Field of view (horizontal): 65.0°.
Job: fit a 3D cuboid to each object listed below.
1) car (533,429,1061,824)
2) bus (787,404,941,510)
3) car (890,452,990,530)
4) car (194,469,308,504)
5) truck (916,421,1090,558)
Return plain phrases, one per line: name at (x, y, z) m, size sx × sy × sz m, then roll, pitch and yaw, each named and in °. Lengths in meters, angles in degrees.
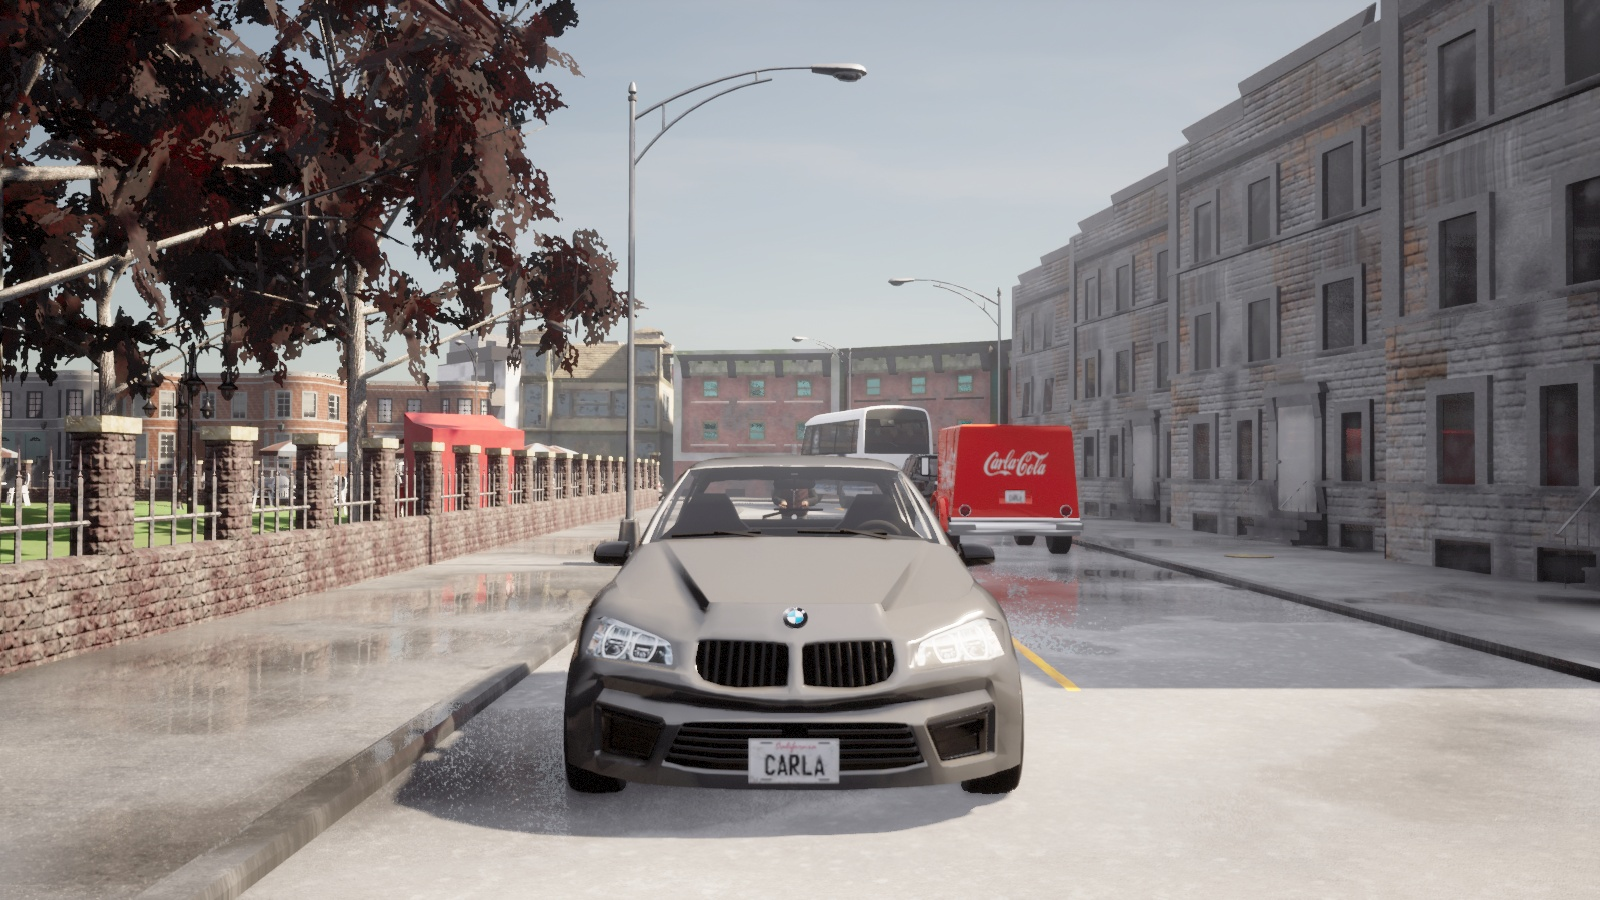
car at (-0.031, 0.788, 7.647) m, size 2.242 × 1.667 × 4.611 m, roll 0°, pitch -1°, yaw 0°
bus at (2.570, 0.366, 55.959) m, size 3.944 × 4.253 × 10.273 m, roll 0°, pitch -1°, yaw -15°
car at (3.846, 1.114, 35.584) m, size 2.150 × 2.045 × 5.566 m, roll 0°, pitch -1°, yaw -1°
car at (-26.865, 1.798, 61.614) m, size 4.611 × 1.667 × 2.242 m, roll 0°, pitch -1°, yaw 0°
truck at (3.891, 0.739, 25.227) m, size 2.627 × 2.467 × 5.204 m, roll 0°, pitch -1°, yaw 0°
